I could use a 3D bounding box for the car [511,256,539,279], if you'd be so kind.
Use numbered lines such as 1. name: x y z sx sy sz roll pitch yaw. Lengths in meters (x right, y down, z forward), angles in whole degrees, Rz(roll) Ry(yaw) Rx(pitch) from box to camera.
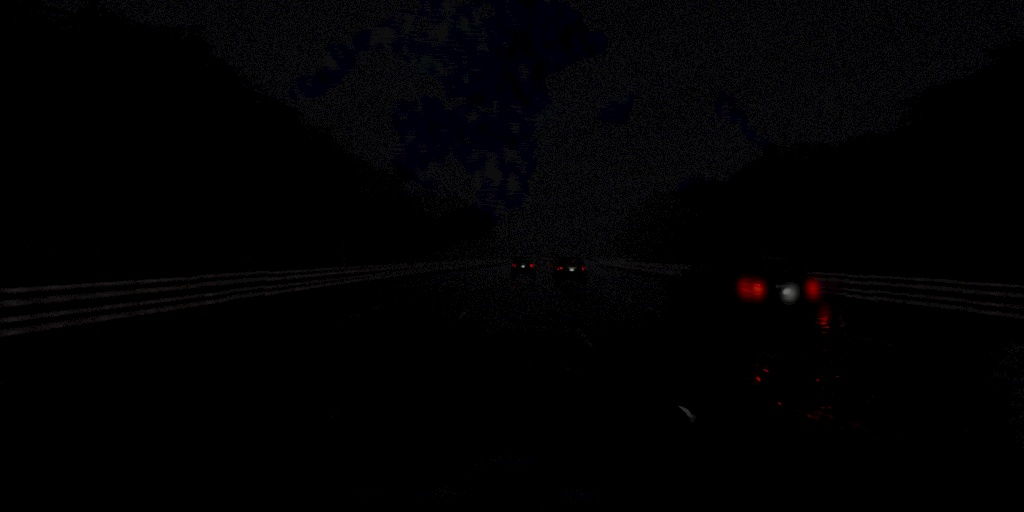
1. car: 1.164 0.987 33.183 2.150 2.045 5.566 0 0 5

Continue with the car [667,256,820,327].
1. car: 7.194 1.020 11.919 2.150 2.045 5.566 0 0 1

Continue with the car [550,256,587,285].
1. car: 4.181 1.004 26.585 2.150 2.045 5.566 0 0 4
